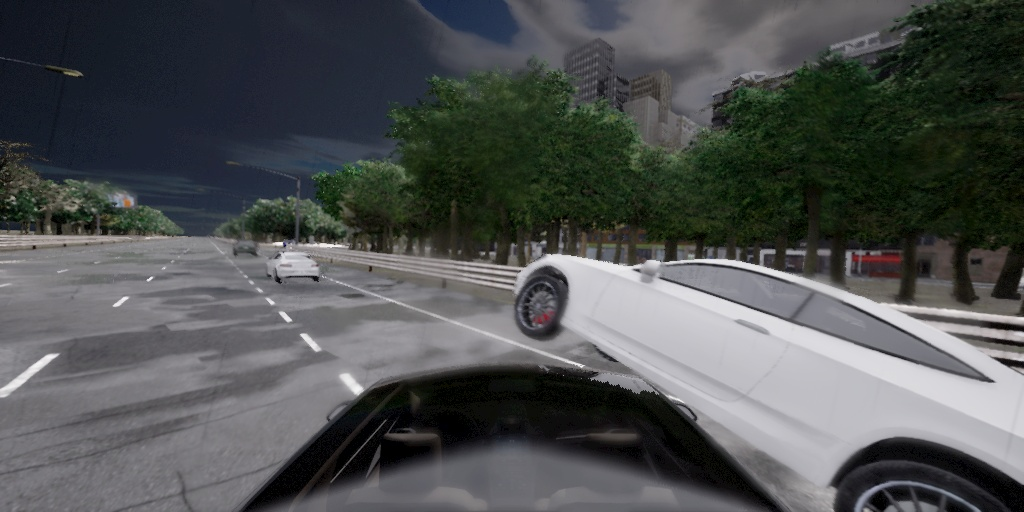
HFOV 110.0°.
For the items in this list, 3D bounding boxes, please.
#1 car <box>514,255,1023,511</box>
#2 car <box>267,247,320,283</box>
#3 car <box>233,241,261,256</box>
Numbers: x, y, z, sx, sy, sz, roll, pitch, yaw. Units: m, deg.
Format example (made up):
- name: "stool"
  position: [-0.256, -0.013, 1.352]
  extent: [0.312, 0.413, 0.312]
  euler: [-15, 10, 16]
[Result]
- name: "car"
  position: [1.975, 0.857, 3.181]
  extent: [1.812, 1.442, 4.674]
  euler: [26, 0, -40]
- name: "car"
  position: [-11.170, 0.495, 18.282]
  extent: [1.812, 1.442, 4.674]
  euler: [1, 1, -41]
- name: "car"
  position: [-30.606, -0.944, 41.102]
  extent: [2.097, 1.767, 4.553]
  euler: [2, 1, -40]
